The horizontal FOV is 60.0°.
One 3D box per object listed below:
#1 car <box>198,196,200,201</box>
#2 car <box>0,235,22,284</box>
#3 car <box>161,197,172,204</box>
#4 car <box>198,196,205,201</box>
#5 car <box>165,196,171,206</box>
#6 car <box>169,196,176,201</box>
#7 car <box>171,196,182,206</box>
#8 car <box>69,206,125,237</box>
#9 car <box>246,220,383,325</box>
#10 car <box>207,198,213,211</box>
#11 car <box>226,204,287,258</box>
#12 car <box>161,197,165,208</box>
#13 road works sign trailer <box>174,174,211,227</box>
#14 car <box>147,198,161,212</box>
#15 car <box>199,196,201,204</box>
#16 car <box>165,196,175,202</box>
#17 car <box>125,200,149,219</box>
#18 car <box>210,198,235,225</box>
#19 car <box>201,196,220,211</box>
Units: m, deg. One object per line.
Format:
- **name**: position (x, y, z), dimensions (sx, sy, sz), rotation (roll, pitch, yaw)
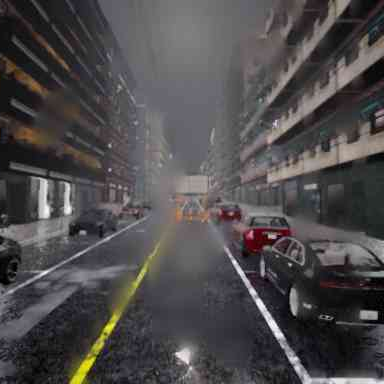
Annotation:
- **car**: position (2.584, 1.733, 69.349), dimensions (1.947, 1.339, 4.313), rotation (2, 0, 0)
- **car**: position (-5.290, 1.583, 7.042), dimensions (1.947, 1.339, 4.313), rotation (2, 0, 0)
- **car**: position (-5.295, 1.712, 69.353), dimensions (1.887, 1.381, 4.507), rotation (2, 0, 0)
- **car**: position (2.583, 1.777, 92.005), dimensions (2.008, 1.369, 4.403), rotation (2, 0, 0)
- **car**: position (-5.294, 1.690, 58.024), dimensions (2.008, 1.369, 4.403), rotation (2, 0, 0)
- **car**: position (-5.296, 1.751, 91.840), dimensions (1.752, 1.417, 4.829), rotation (2, 0, 0)
- **car**: position (-2.799, 1.493, 59.069), dimensions (2.097, 1.767, 4.553), rotation (0, 0, 1)
- **car**: position (-5.291, 1.610, 18.372), dimensions (1.947, 1.339, 4.313), rotation (2, 0, 0)
- **car**: position (2.590, 1.568, 7.038), dimensions (2.008, 1.369, 4.403), rotation (2, 0, 0)
- **car**: position (2.589, 1.596, 29.867), dimensions (1.752, 1.417, 4.829), rotation (2, 0, 0)
- **car**: position (2.593, 1.471, 12.703), dimensions (1.967, 1.590, 4.097), rotation (2, 0, 0)
- **car**: position (-5.289, 1.551, 46.695), dimensions (1.967, 1.590, 4.097), rotation (2, 0, 0)
- **road works sign trailer**: position (-0.024, 0.519, 23.108), dimensions (2.380, 3.560, 2.880), rotation (0, 0, 0)
- **car**: position (-5.293, 1.663, 41.030), dimensions (1.947, 1.339, 4.313), rotation (2, 0, 0)
- **car**: position (2.587, 1.665, 58.189), dimensions (1.752, 1.417, 4.829), rotation (2, 0, 0)
- **car**: position (-5.295, 1.740, 80.683), dimensions (1.887, 1.381, 4.507), rotation (2, 0, 0)
- **car**: position (-5.292, 1.652, 29.701), dimensions (1.802, 1.307, 4.206), rotation (2, 0, 0)
- **car**: position (2.592, 1.497, 24.032), dimensions (1.967, 1.590, 4.097), rotation (2, 0, 0)
- **car**: position (2.594, 1.412, 41.026), dimensions (2.192, 1.841, 5.009), rotation (2, 0, 0)
